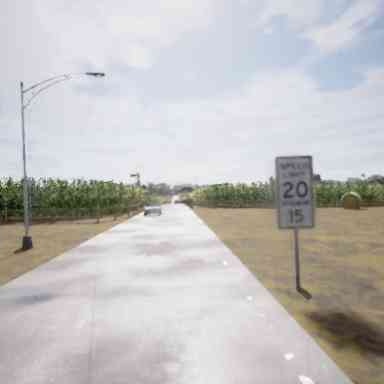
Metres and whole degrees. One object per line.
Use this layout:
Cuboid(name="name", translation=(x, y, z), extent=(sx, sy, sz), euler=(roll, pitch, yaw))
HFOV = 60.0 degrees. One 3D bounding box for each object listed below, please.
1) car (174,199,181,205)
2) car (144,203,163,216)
Cuboid(name="car", translation=(-3.995, 2.791, 91.379), extent=(1.895, 1.301, 4.718), euler=(-2, -2, -3))
Cuboid(name="car", translation=(-4.335, 1.914, 37.506), extent=(1.895, 1.301, 4.718), euler=(-2, 0, -3))
